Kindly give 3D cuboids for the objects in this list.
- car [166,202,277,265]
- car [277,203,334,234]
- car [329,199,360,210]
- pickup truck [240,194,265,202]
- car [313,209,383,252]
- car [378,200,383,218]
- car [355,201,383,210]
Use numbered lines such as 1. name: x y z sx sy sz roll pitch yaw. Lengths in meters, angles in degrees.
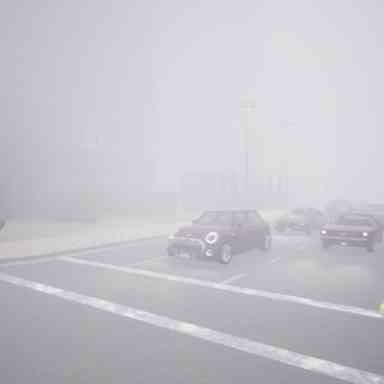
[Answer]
1. car: 1.121 1.416 12.240 2.097 1.767 4.553 -1 0 37
2. car: 6.643 1.611 19.936 2.033 1.411 5.357 -1 0 35
3. car: 12.365 1.416 28.061 2.097 1.767 4.553 -1 0 35
4. pickup truck: 6.222 1.260 41.970 6.274 2.098 2.390 0 0 -24
5. car: 6.936 1.627 14.267 1.895 1.301 4.718 -1 0 35
6. car: 18.581 1.533 30.786 1.837 1.490 4.892 -1 -1 36
7. car: 12.265 1.553 21.829 1.812 1.442 4.674 -1 0 35
